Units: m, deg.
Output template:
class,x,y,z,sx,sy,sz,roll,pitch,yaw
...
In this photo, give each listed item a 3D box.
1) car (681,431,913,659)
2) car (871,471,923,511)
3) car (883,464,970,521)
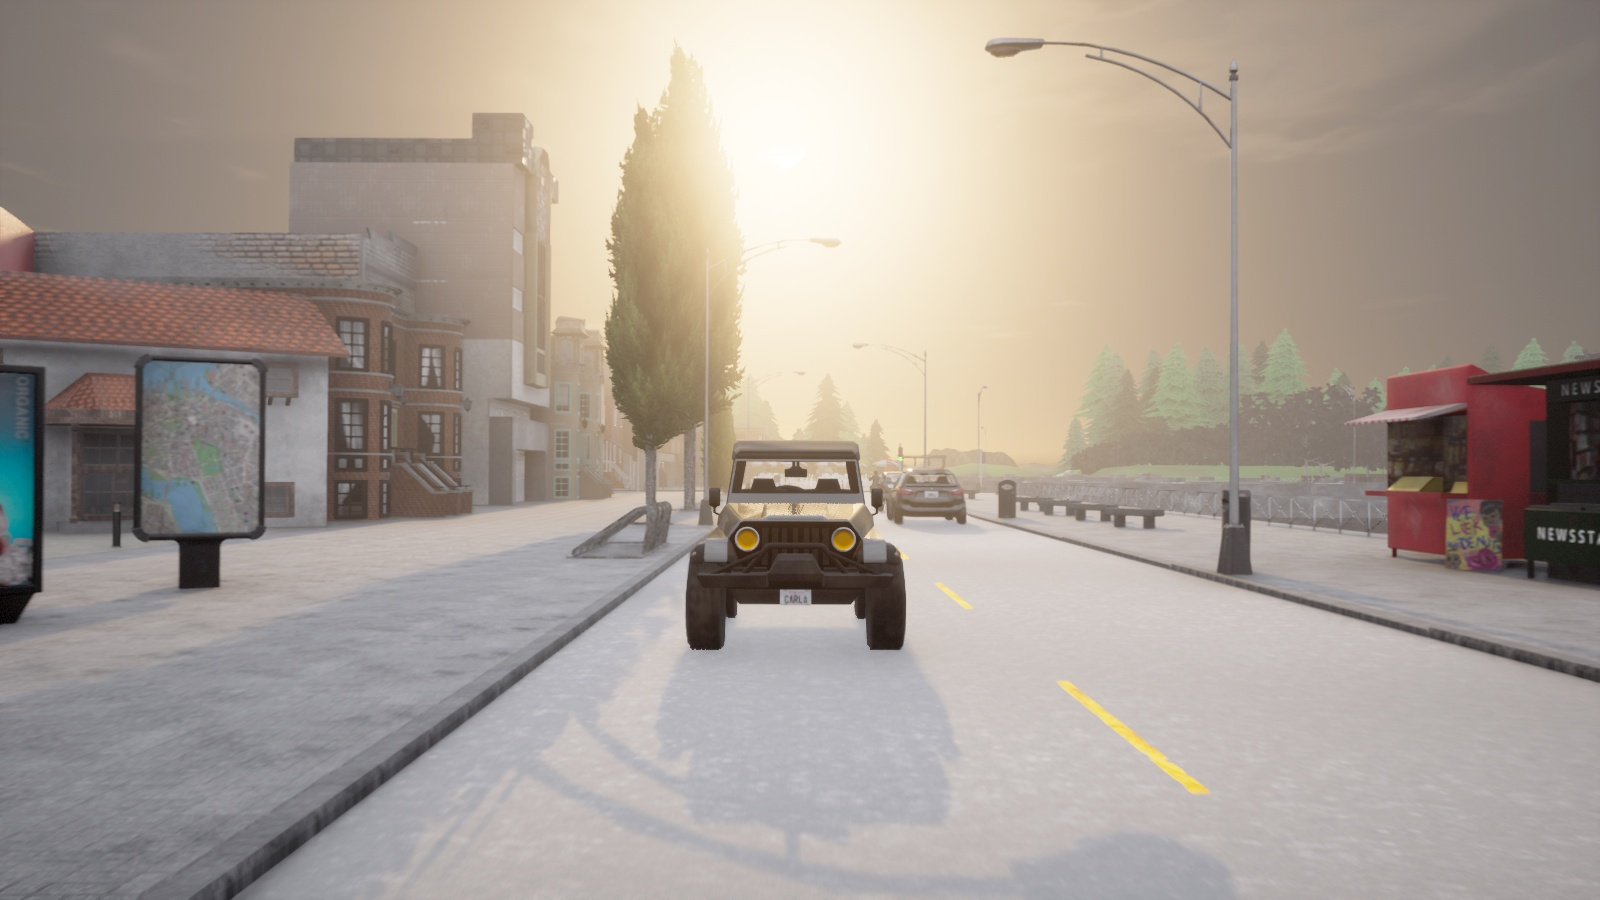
class,x,y,z,sx,sy,sz,roll,pitch,yaw
car,-0.033,0.817,12.303,1.905,1.878,3.866,0,-1,0
car,3.868,1.626,50.696,1.789,1.549,3.705,0,-1,0
car,3.896,1.303,39.379,2.242,1.667,4.611,0,-1,0
